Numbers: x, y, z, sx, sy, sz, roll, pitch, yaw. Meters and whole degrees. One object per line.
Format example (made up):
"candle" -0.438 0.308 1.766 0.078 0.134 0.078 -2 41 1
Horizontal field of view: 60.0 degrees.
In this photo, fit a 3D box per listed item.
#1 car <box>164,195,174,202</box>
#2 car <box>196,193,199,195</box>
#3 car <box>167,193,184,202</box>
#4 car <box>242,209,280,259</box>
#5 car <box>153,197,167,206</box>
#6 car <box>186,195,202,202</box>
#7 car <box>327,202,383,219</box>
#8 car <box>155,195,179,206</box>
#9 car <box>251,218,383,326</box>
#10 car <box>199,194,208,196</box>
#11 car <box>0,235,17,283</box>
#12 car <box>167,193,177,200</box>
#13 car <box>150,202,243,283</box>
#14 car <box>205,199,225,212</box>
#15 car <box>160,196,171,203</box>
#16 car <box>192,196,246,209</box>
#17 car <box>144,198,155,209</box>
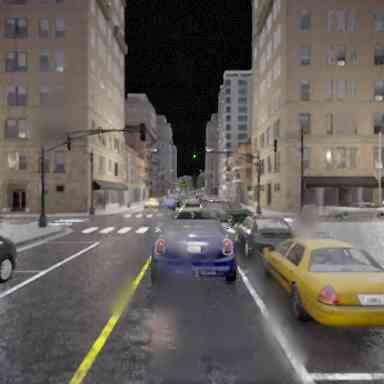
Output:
"car" -5.391 1.415 79.011 1.967 1.590 4.097 0 0 0
"car" 2.634 1.293 73.334 2.192 1.841 5.009 0 0 0
"car" -2.823 1.210 49.095 2.150 2.045 5.566 0 0 1
"car" 2.639 1.548 12.368 2.008 1.369 4.403 0 0 0
"car" -5.390 1.551 56.286 1.947 1.339 4.313 0 0 0
"car" 0.096 1.552 50.080 1.994 1.385 4.181 0 0 0
"car" 13.591 1.511 27.007 4.718 1.301 1.895 0 0 0
"car" -2.844 1.469 39.107 1.882 1.535 5.008 0 0 0
"car" 2.644 1.524 7.131 1.752 1.417 4.829 0 0 0
"car" 2.635 1.423 61.970 1.967 1.590 4.097 0 0 0
"car" -5.390 1.549 6.960 2.008 1.369 4.403 0 0 0
"car" -5.391 1.284 90.373 2.192 1.841 5.009 0 0 0
"car" 0.031 1.349 9.850 2.097 1.767 4.553 0 0 0
"car" 2.635 1.542 39.243 2.008 1.369 4.403 0 0 0
"car" -5.391 1.531 67.648 2.008 1.369 4.403 0 0 0
"car" 2.298 1.345 21.539 2.097 1.767 4.553 1 0 35
"car" -5.390 1.515 44.753 1.752 1.417 4.829 0 0 0
